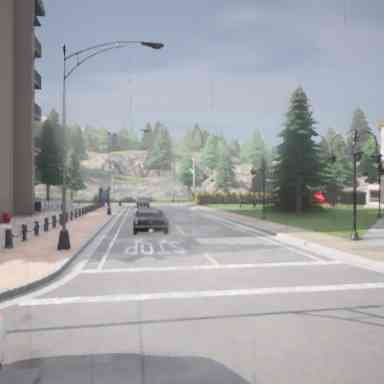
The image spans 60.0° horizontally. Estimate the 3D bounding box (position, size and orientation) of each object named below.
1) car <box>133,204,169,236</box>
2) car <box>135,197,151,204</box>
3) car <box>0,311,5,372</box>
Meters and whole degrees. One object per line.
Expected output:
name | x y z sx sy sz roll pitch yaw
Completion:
car | -2.355 1.576 18.531 1.895 1.301 4.718 0 0 -9
car | -7.040 1.452 47.599 1.837 1.490 4.892 0 0 -9
car | -4.417 1.222 2.180 5.566 2.045 2.150 0 0 -33
